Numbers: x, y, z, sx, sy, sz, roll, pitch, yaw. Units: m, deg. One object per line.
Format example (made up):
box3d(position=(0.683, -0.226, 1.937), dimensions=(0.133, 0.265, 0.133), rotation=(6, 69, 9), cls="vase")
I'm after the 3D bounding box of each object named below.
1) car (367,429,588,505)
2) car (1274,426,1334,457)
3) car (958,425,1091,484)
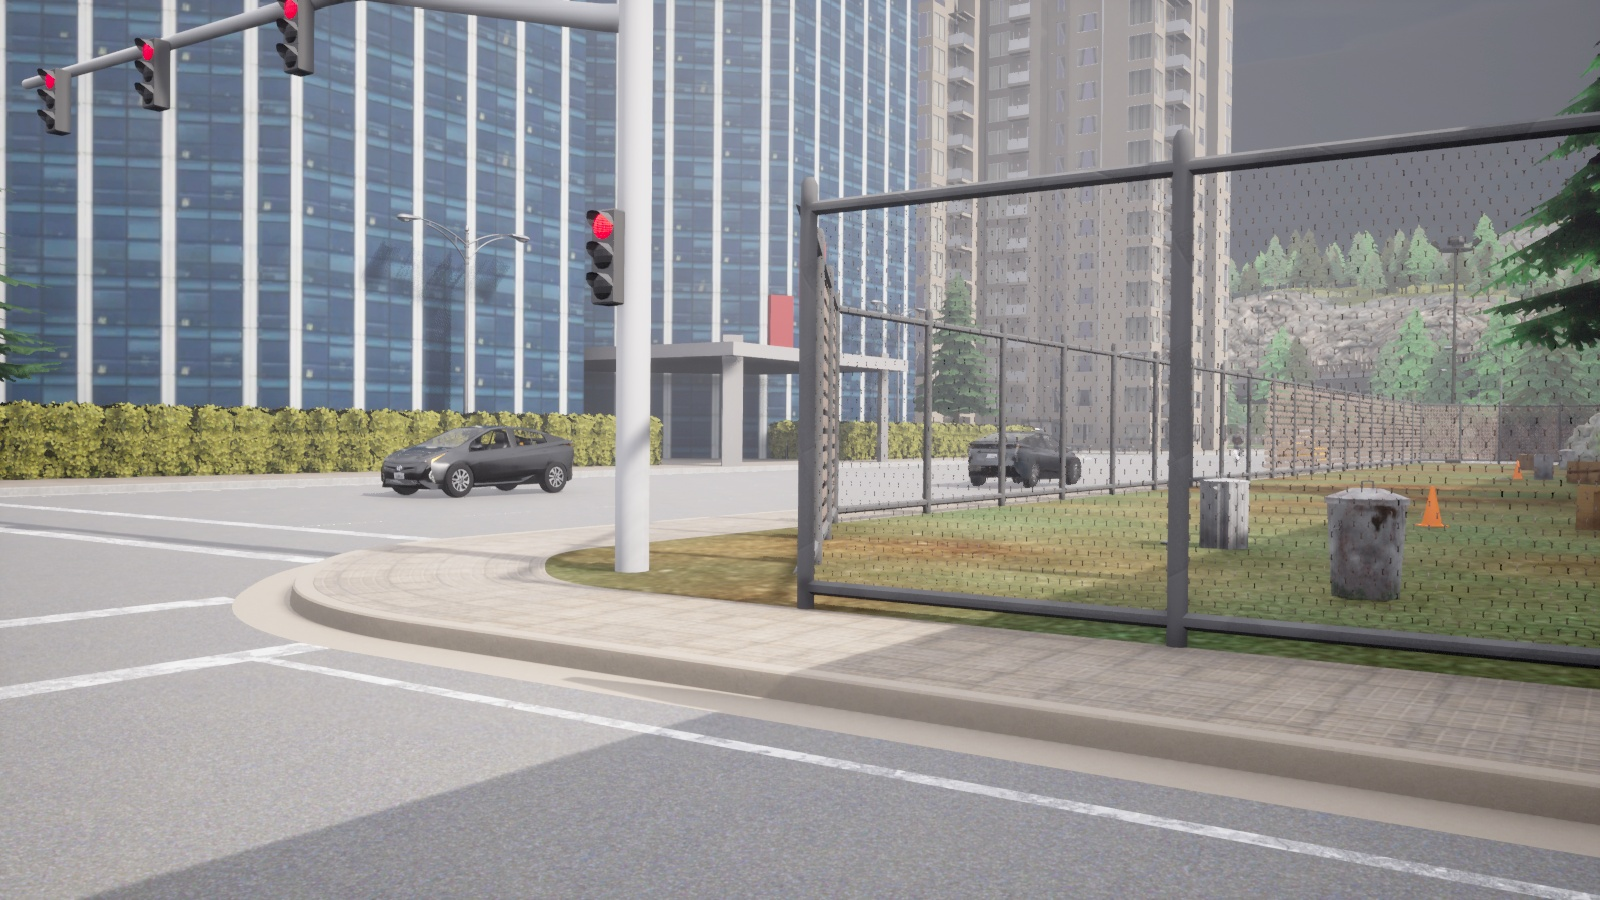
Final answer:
box3d(position=(-7.031, 0.306, 27.829), dimensions=(2.007, 1.525, 4.514), rotation=(0, 1, 34), cls="car")
box3d(position=(25.873, -0.459, 64.363), dimensions=(1.882, 1.535, 5.008), rotation=(0, 1, 34), cls="car")
box3d(position=(6.375, 0.084, 35.263), dimensions=(2.007, 1.525, 4.514), rotation=(0, 1, 34), cls="car")
